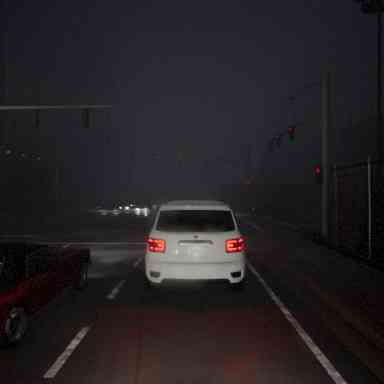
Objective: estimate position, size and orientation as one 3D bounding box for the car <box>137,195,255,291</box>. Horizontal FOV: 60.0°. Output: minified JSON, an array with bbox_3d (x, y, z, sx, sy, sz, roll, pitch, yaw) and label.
[{"bbox_3d":[0.087,1.221,9.132,2.150,2.045,5.566,0,0,0],"label":"car"}]

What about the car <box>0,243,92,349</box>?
[{"bbox_3d":[-3.433,1.601,6.207,1.895,1.301,4.718,0,0,1],"label":"car"}]

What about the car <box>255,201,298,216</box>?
[{"bbox_3d":[8.071,1.581,33.050,4.674,1.442,1.812,0,0,5],"label":"car"}]

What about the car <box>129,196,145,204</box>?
[{"bbox_3d":[-10.449,1.491,63.171,2.128,1.511,4.902,0,0,1],"label":"car"}]

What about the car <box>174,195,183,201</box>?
[{"bbox_3d":[-3.366,1.540,83.069,2.033,1.411,5.357,0,0,0],"label":"car"}]

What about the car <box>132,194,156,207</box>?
[{"bbox_3d":[-7.008,1.491,49.016,2.128,1.511,4.902,0,0,0],"label":"car"}]

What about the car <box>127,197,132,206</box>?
[{"bbox_3d":[-10.504,1.491,53.780,2.128,1.511,4.902,0,0,0],"label":"car"}]

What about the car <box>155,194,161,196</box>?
[{"bbox_3d":[-6.981,1.525,58.275,1.812,1.442,4.674,0,0,0],"label":"car"}]

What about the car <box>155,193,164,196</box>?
[{"bbox_3d":[-6.889,1.221,68.988,2.150,2.045,5.566,0,0,0],"label":"car"}]

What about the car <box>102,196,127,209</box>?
[{"bbox_3d":[-10.522,1.352,44.627,2.097,1.767,4.553,0,0,0],"label":"car"}]

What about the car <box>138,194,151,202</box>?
[{"bbox_3d":[-10.382,1.354,73.220,2.097,1.767,4.553,0,0,0],"label":"car"}]
